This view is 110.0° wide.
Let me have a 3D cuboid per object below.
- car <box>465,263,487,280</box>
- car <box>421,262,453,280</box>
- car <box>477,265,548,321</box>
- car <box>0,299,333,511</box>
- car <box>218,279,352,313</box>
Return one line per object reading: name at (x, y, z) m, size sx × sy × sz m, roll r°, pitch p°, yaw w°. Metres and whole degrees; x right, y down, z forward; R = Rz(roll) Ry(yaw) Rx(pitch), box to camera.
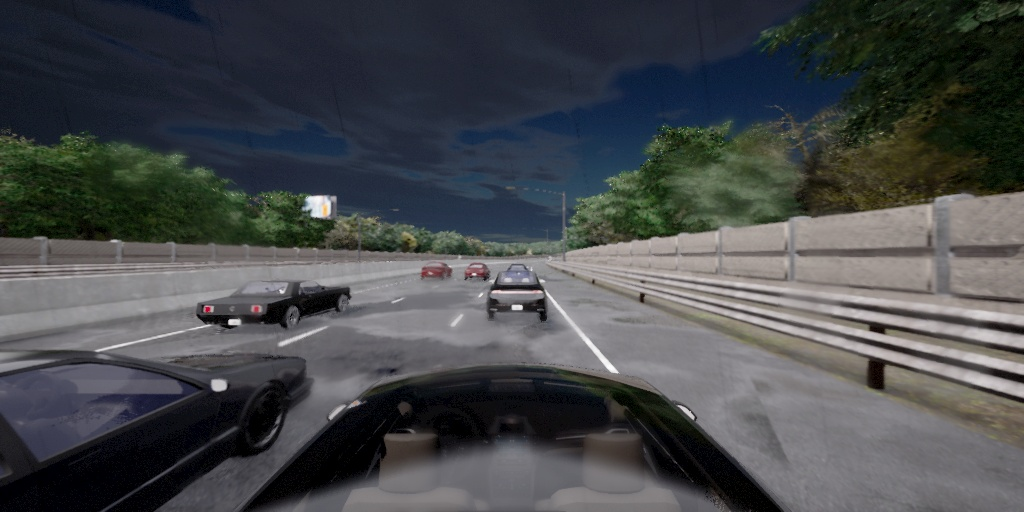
car at (-2.987, 1.319, 31.263) m, size 1.812 × 1.442 × 4.674 m, roll 0°, pitch 0°, yaw 1°
car at (-6.485, 1.268, 31.422) m, size 1.882 × 1.535 × 5.008 m, roll 0°, pitch 0°, yaw 1°
car at (0.174, 1.248, 12.562) m, size 2.128 × 1.511 × 4.902 m, roll 0°, pitch 0°, yaw 1°
car at (-3.391, 1.296, 2.000) m, size 2.033 × 1.411 × 5.357 m, roll 0°, pitch 0°, yaw 0°
car at (-6.845, 1.352, 11.109) m, size 1.895 × 1.301 × 4.718 m, roll 0°, pitch 0°, yaw 0°
